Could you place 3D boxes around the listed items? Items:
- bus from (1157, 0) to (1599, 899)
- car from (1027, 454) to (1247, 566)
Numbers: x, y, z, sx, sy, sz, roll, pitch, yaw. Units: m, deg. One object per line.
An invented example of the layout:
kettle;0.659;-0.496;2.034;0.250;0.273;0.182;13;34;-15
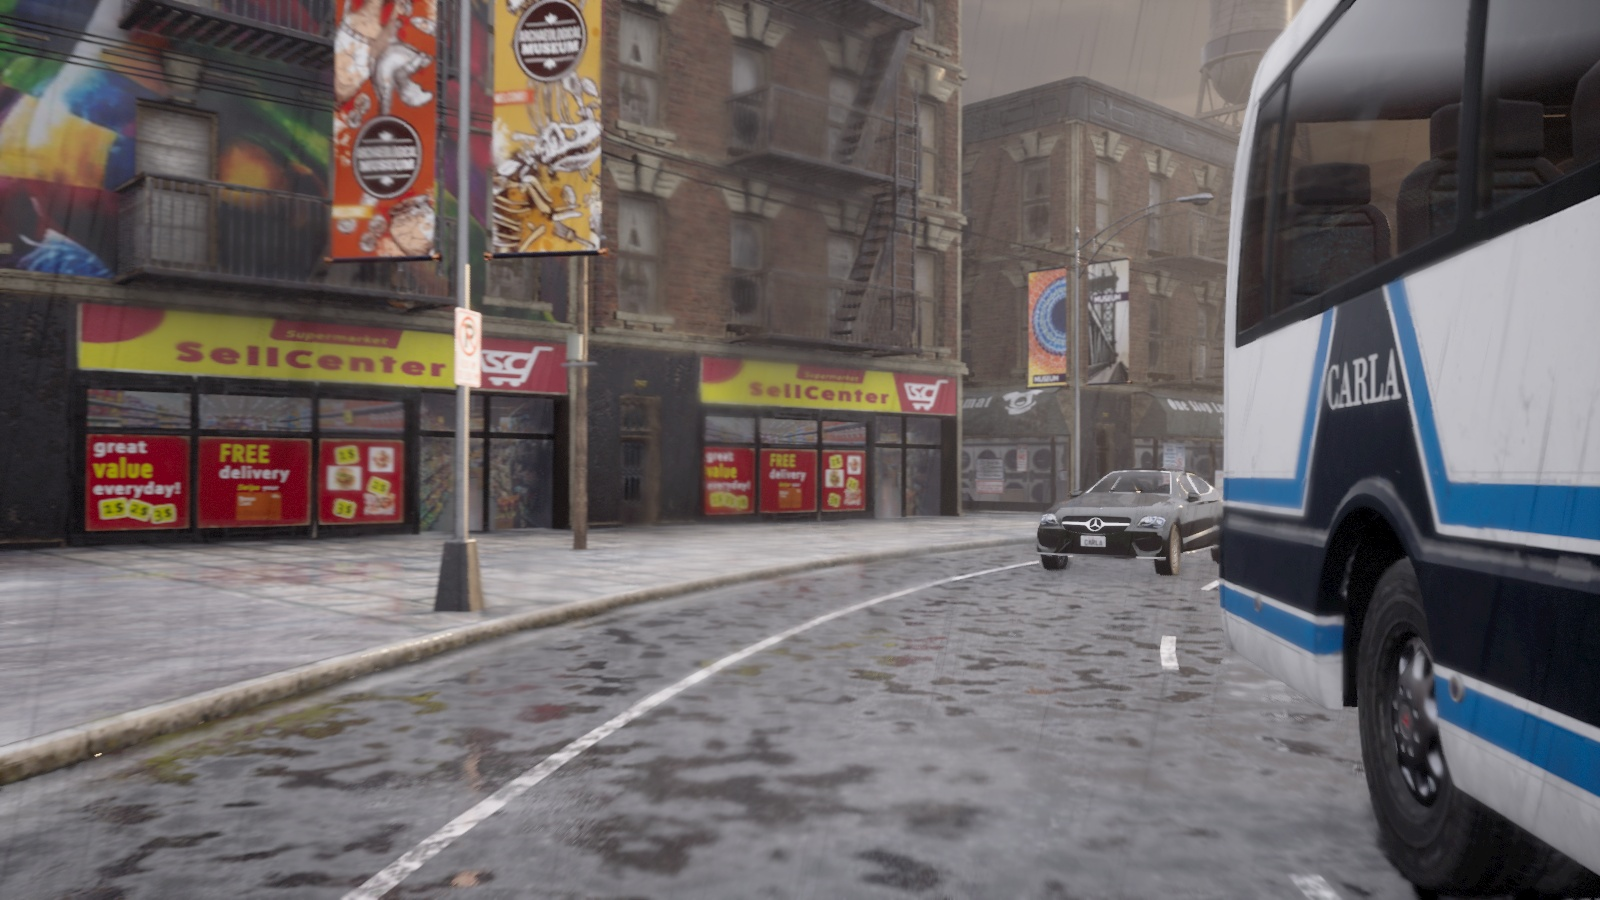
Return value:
bus;3.468;-0.538;2.011;3.944;4.253;10.273;-1;-1;7
car;5.818;0.931;21.181;2.152;1.651;5.027;-1;-1;33
